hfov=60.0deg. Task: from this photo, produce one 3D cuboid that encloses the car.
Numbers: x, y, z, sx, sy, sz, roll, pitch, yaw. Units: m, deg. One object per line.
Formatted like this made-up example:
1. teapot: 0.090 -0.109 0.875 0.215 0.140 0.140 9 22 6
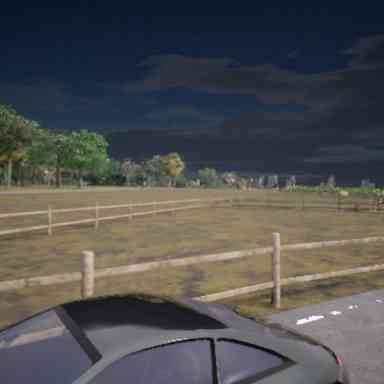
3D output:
1. car: -0.716 1.558 2.317 4.181 1.385 1.994 0 0 -34
